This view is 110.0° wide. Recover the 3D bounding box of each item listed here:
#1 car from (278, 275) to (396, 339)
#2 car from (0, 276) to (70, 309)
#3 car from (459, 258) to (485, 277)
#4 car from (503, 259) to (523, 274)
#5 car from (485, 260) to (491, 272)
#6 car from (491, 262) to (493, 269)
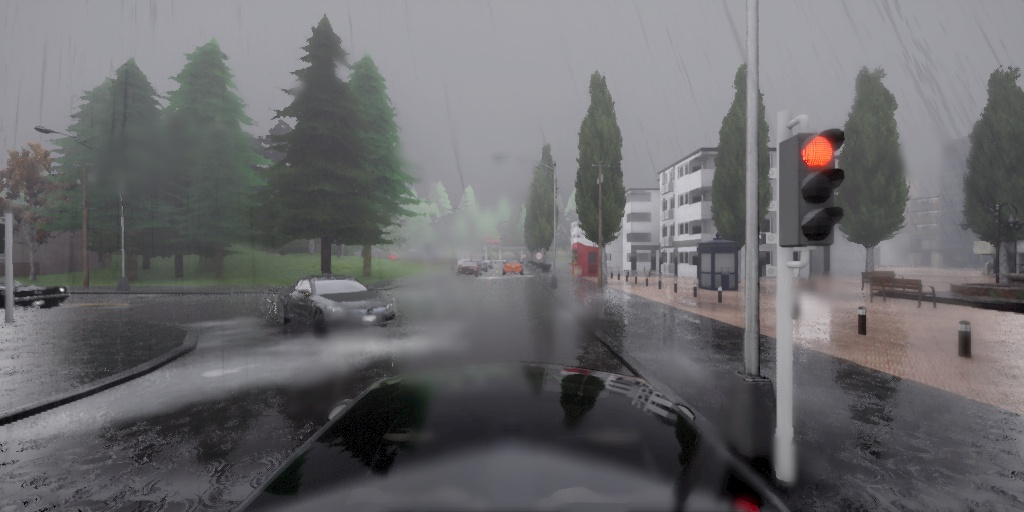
[{"bbox_3d":[-5.174,1.276,10.297,4.674,1.442,1.812,0,-1,42],"label":"car"},{"bbox_3d":[-19.011,1.352,12.723,4.718,1.301,1.895,0,0,0],"label":"car"},{"bbox_3d":[-4.095,1.231,35.727,1.882,1.535,5.008,0,0,0],"label":"car"},{"bbox_3d":[0.112,1.105,40.471,2.097,1.767,4.553,0,0,0],"label":"car"},{"bbox_3d":[-4.081,1.318,45.647,1.994,1.385,4.181,0,0,0],"label":"car"},{"bbox_3d":[-4.039,1.281,55.775,1.812,1.442,4.674,0,0,0],"label":"car"}]
